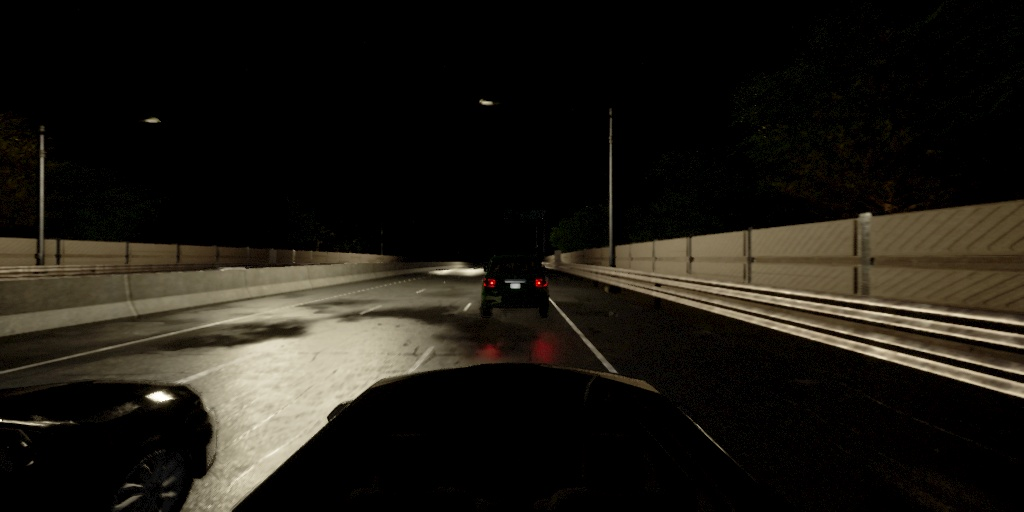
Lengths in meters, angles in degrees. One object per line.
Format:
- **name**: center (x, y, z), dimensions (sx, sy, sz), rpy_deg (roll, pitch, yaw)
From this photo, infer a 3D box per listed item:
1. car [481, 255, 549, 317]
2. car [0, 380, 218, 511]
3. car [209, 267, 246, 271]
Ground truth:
- **car**: center (0.100, 0.976, 13.280), dimensions (2.150, 2.045, 5.566), rpy_deg (0, 0, 0)
- **car**: center (-3.400, 1.255, 1.014), dimensions (1.837, 1.490, 4.892), rpy_deg (0, 0, 0)
- **car**: center (-17.587, 1.373, 21.864), dimensions (1.895, 1.301, 4.718), rpy_deg (0, 0, 0)
